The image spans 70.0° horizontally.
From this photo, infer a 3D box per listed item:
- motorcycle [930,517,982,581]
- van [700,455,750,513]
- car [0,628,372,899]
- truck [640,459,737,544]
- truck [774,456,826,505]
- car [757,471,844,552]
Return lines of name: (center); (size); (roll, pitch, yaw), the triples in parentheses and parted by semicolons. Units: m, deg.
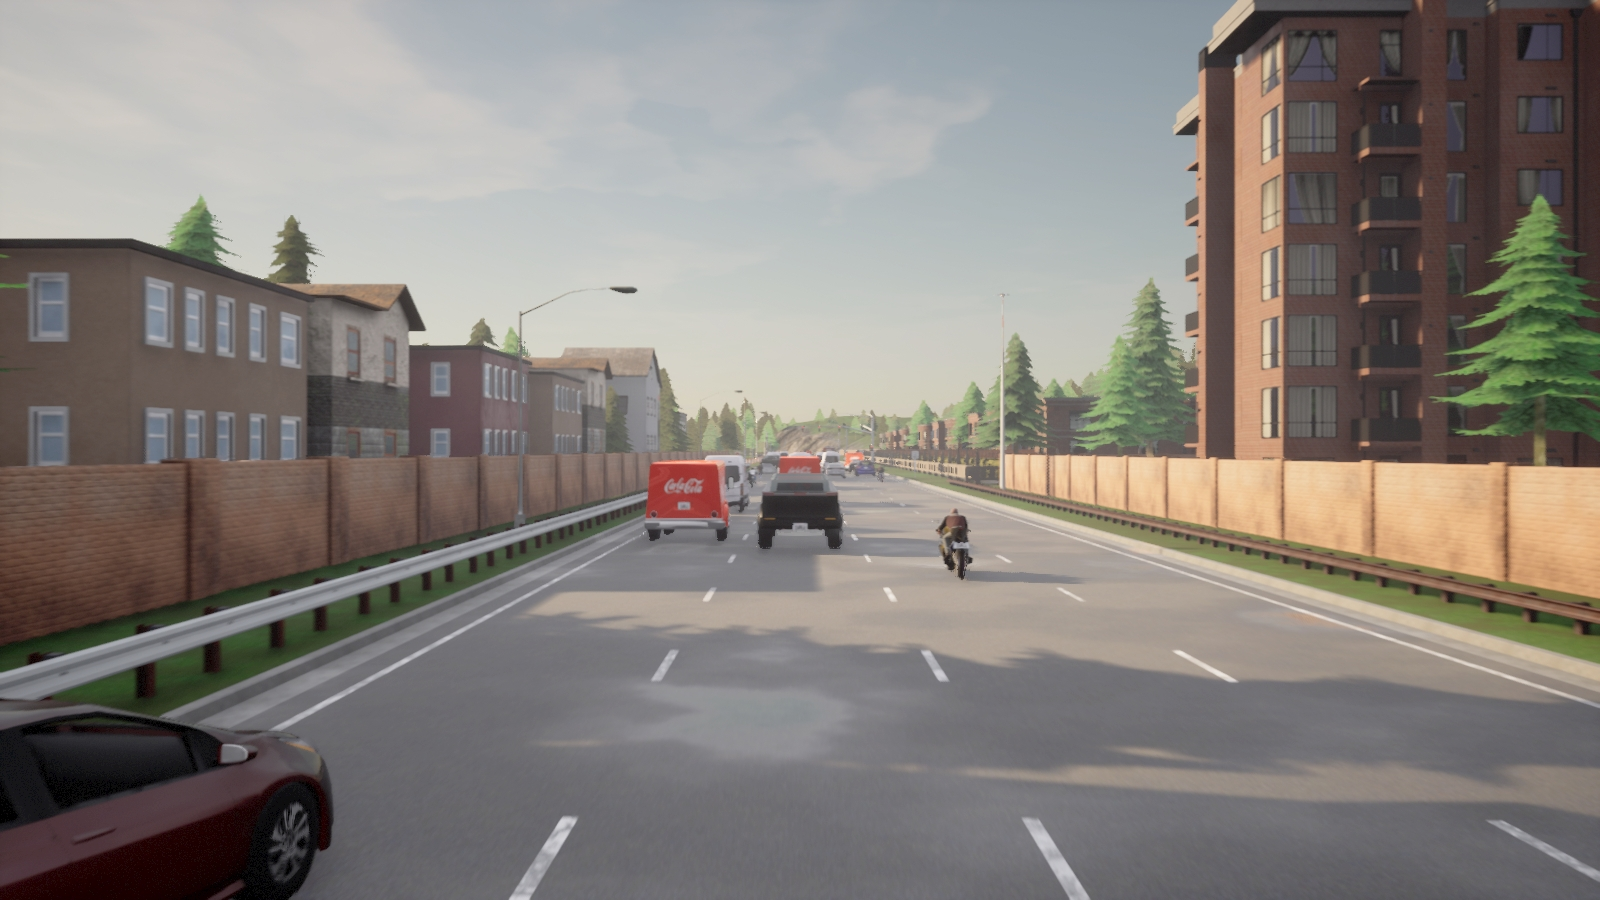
motorcycle: (3.501, 2.205, 25.828); (0.867, 1.251, 2.209); (0, 0, 0)
van: (-3.507, 1.535, 54.342); (1.988, 2.561, 5.915); (0, 0, 0)
car: (-4.309, 2.040, 5.815); (2.007, 1.525, 4.514); (0, 0, 9)
truck: (-3.499, 1.571, 37.014); (2.627, 2.467, 5.204); (0, 0, 0)
truck: (-0.002, 1.568, 60.810); (2.627, 2.467, 5.204); (0, 0, 0)
car: (0.002, 1.754, 34.471); (2.390, 2.098, 6.274); (0, 0, 0)
